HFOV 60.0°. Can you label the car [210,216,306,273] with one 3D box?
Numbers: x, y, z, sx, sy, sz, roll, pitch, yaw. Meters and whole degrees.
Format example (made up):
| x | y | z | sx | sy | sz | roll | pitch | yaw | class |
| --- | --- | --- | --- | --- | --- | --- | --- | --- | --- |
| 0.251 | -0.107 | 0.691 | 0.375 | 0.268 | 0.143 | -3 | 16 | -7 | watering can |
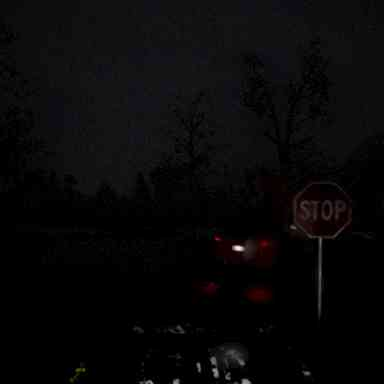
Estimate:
| x | y | z | sx | sy | sz | roll | pitch | yaw | class |
| --- | --- | --- | --- | --- | --- | --- | --- | --- | --- |
| 2.220 | 1.466 | 10.514 | 1.994 | 1.385 | 4.181 | 2 | 1 | 29 | car |
